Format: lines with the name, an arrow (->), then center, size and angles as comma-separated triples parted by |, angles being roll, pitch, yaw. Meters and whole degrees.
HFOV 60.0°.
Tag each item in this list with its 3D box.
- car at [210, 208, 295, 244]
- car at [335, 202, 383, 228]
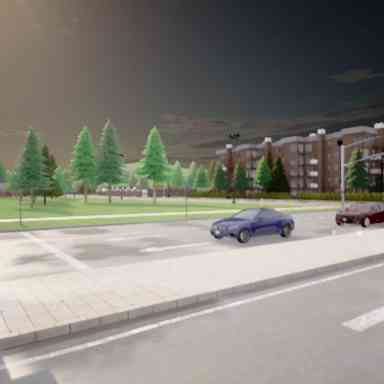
car -> 3.003, 1.497, 15.934 | 4.674, 1.442, 1.812 | 0, 0, -36
car -> 11.445, 1.424, 21.925 | 5.008, 1.535, 1.882 | 0, 0, -35
